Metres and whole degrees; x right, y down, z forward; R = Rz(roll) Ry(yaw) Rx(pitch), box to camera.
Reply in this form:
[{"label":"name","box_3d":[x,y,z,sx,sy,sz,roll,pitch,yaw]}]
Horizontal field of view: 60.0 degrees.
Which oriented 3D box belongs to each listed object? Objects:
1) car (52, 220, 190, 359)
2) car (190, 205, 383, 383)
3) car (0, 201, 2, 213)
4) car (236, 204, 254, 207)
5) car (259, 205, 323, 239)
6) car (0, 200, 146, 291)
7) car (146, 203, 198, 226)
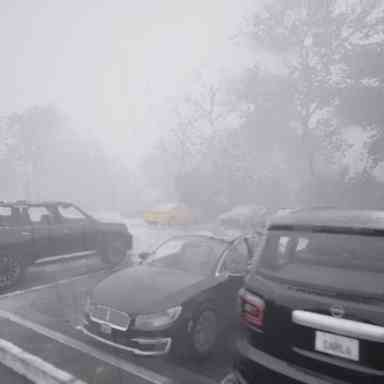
[{"label":"car","box_3d":[0.314,1.477,6.224,2.231,1.521,4.892,0,0,35]},{"label":"car","box_3d":[2.611,1.217,4.614,2.435,2.045,5.566,0,0,35]},{"label":"car","box_3d":[-26.916,1.894,41.742,2.097,1.535,5.008,-1,0,36]},{"label":"car","box_3d":[3.356,1.505,20.121,2.097,1.535,5.008,-1,0,36]},{"label":"car","box_3d":[5.623,1.530,18.499,2.002,1.452,4.674,0,0,36]},{"label":"car","box_3d":[-4.236,1.254,9.499,2.435,2.045,5.566,0,0,36]},{"label":"car","box_3d":[-1.181,1.547,23.348,2.097,1.535,5.008,-1,0,36]}]
